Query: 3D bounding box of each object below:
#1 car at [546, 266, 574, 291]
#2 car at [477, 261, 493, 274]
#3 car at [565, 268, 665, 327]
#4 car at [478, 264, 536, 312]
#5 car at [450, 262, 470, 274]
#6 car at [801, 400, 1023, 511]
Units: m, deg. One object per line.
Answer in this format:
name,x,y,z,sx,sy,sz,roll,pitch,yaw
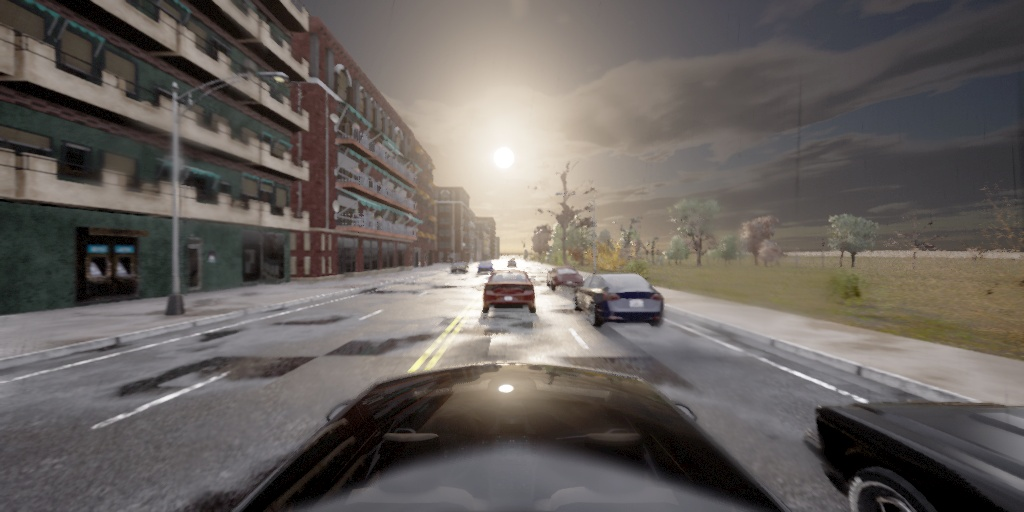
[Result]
car,3.253,1.349,22.663,1.812,1.442,4.674,0,0,0
car,-3.254,1.386,44.989,1.882,1.535,5.008,0,-1,0
car,3.251,1.288,11.692,2.163,1.488,4.792,0,0,0
car,-0.090,1.272,14.472,1.882,1.535,5.008,0,0,1
car,-6.498,1.457,45.480,2.033,1.411,5.357,0,0,0
car,3.250,1.347,0.692,1.895,1.301,4.718,0,0,0
